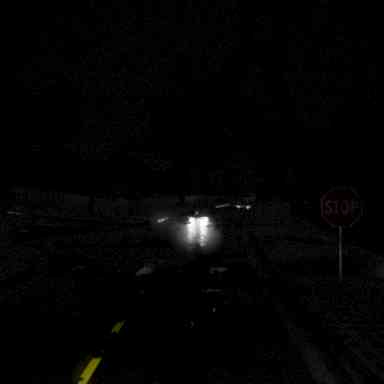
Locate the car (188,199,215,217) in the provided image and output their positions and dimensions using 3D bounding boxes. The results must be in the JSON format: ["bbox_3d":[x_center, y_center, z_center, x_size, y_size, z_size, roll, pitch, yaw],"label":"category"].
[{"bbox_3d":[0.947,1.474,30.877,2.128,1.511,4.902,0,1,13],"label":"car"}]

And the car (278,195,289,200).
[{"bbox_3d":[21.862,1.460,78.945,1.837,1.490,4.892,0,-1,34],"label":"car"}]

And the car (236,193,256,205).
[{"bbox_3d":[9.132,1.217,55.857,2.150,2.045,5.566,0,1,24],"label":"car"}]
